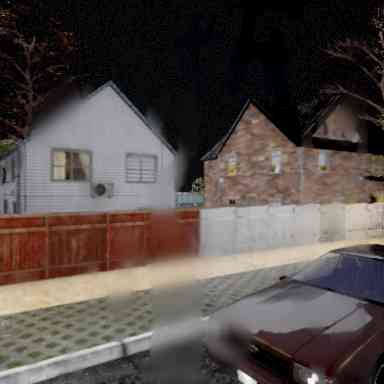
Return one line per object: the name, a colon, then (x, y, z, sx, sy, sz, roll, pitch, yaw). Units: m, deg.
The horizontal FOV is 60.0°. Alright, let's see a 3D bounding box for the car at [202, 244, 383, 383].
car: (2.779, 1.548, 4.895, 5.357, 1.411, 2.033, 0, 0, -34)
